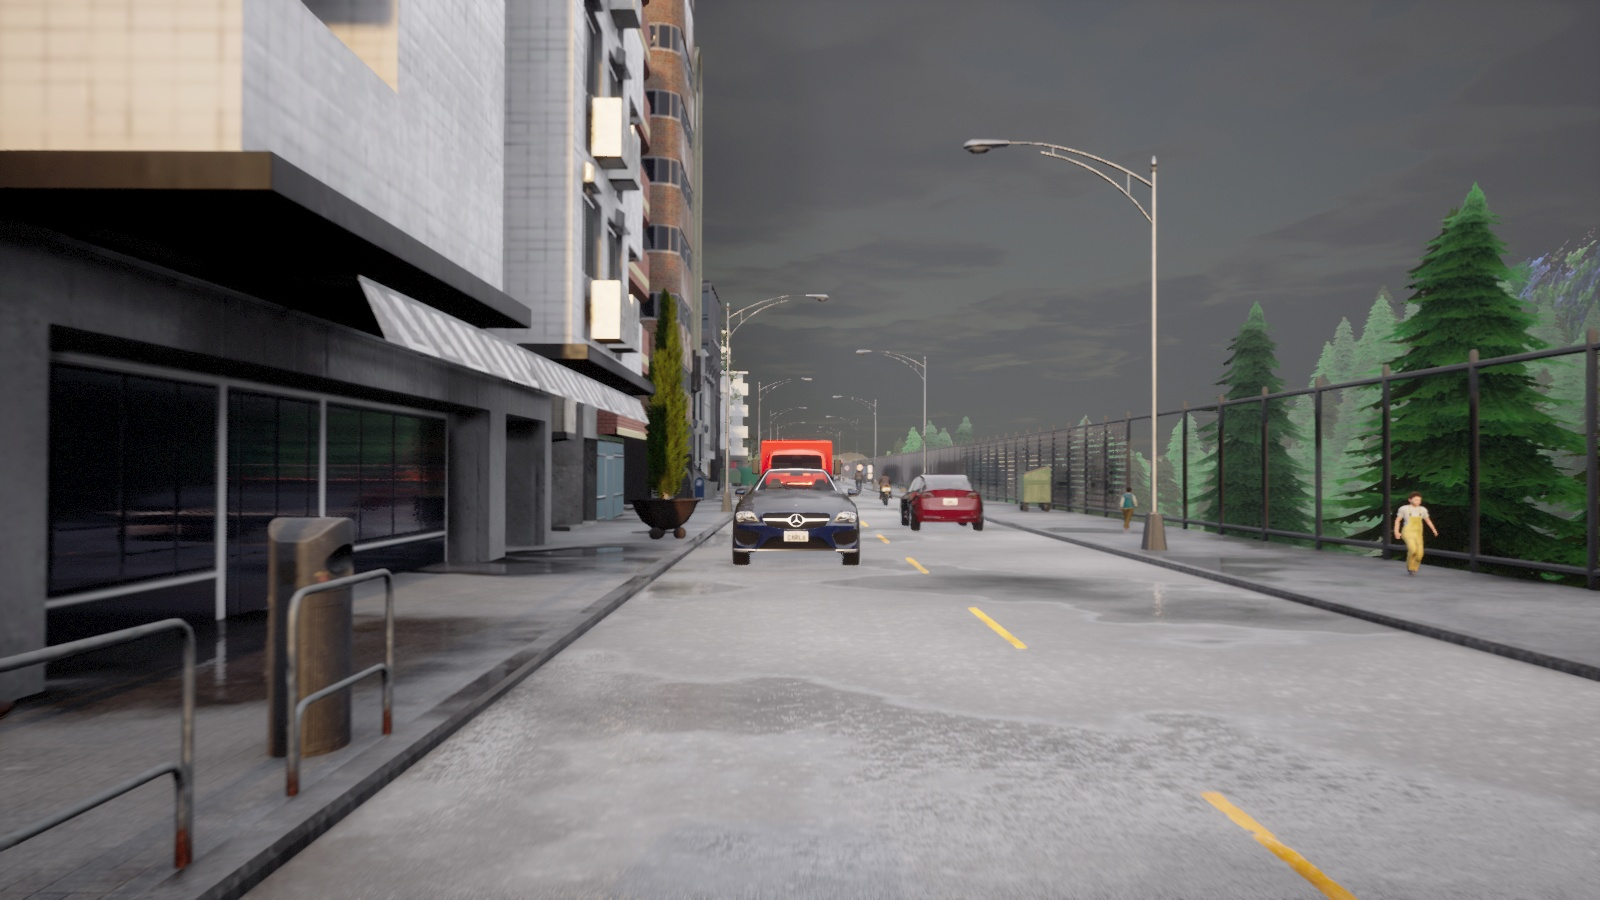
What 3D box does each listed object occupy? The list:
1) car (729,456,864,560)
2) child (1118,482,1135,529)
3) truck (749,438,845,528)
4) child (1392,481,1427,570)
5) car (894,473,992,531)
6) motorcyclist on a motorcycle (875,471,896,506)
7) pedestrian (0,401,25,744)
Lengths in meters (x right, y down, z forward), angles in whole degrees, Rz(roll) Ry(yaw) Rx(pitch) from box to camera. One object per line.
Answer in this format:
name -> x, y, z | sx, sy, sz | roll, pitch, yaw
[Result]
car -> -0.059, 0.971, 22.573 | 2.152, 1.651, 5.027 | 0, -1, 0
child -> 8.377, 1.411, 32.233 | 0.343, 1.192, 0.448 | -1, -1, 26
truck -> -0.097, 0.951, 37.223 | 2.627, 2.467, 5.204 | 0, -1, 0
child -> 8.723, 1.071, 17.974 | 0.270, 1.263, 0.437 | 0, -1, -2
car -> 3.908, 1.386, 35.052 | 2.163, 1.488, 4.792 | 0, -1, 0
motorcyclist on a motorcycle -> 3.853, 1.732, 56.806 | 0.797, 1.523, 2.044 | 0, -1, 0
pedestrian -> -4.519, 0.652, 6.560 | 0.370, 1.835, 0.726 | -1, -1, 17
